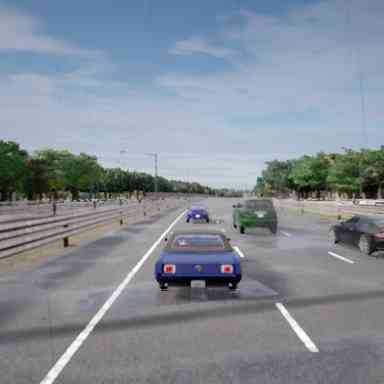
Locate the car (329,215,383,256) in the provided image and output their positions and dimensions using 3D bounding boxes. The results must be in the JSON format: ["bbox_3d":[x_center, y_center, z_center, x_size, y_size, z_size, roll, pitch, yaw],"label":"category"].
[{"bbox_3d":[7.216,1.637,13.465,1.812,1.442,4.674,0,0,1],"label":"car"}]

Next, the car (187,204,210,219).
[{"bbox_3d":[0.517,1.761,28.604,1.812,1.442,4.674,0,0,2],"label":"car"}]

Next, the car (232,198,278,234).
[{"bbox_3d":[3.824,1.396,20.858,2.150,2.045,5.566,0,0,1],"label":"car"}]

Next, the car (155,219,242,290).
[{"bbox_3d":[0.156,1.677,9.270,1.895,1.301,4.718,0,0,1],"label":"car"}]
